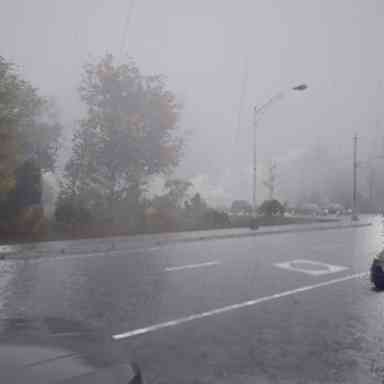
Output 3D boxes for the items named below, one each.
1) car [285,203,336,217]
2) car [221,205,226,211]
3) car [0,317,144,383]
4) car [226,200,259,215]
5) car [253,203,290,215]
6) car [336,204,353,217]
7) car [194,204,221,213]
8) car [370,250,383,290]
[{"bbox_3d":[12.893,2.000,37.053,2.128,1.511,4.902,1,-2,-32],"label":"car"},{"bbox_3d":[5.815,2.860,54.873,2.128,1.511,4.902,1,-3,-32],"label":"car"},{"bbox_3d":[-2.612,1.496,1.883,4.892,1.490,1.837,0,0,-35],"label":"car"},{"bbox_3d":[7.602,2.095,45.461,2.150,2.045,5.566,1,-3,-32],"label":"car"},{"bbox_3d":[11.078,2.359,46.507,2.128,1.511,4.902,1,-3,-32],"label":"car"},{"bbox_3d":[16.074,2.029,38.552,2.128,1.511,4.902,1,-2,-34],"label":"car"},{"bbox_3d":[2.162,2.749,54.112,2.097,1.767,4.553,1,-3,-32],"label":"car"},{"bbox_3d":[6.193,1.658,8.119,4.181,1.385,1.994,1,0,-36],"label":"car"}]
